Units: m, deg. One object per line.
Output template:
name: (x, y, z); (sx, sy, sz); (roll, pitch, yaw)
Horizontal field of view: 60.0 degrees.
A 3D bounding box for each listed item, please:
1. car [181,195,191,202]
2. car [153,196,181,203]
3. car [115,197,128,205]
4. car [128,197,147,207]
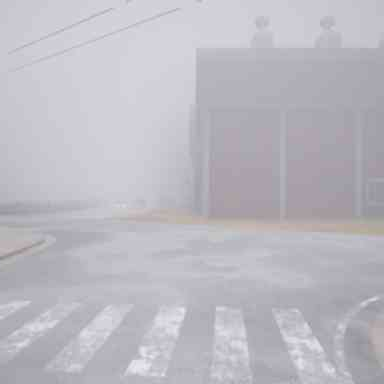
car: (-1.601, 1.495, 79.150); (1.837, 1.490, 4.892); (0, 0, -14)
car: (-5.490, 1.542, 68.704); (2.033, 1.411, 5.357); (0, 0, 44)
car: (-12.123, 1.561, 58.016); (1.994, 1.385, 4.181); (0, 0, -3)
car: (-8.245, 1.487, 52.361); (2.128, 1.511, 4.902); (0, 0, -3)
